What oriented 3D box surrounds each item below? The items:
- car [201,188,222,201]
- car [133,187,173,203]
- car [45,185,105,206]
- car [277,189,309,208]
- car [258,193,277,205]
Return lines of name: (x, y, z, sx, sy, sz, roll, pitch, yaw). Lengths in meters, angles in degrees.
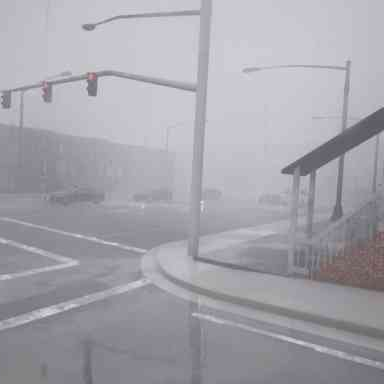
car: (2.023, 0.256, 42.270, 1.837, 1.490, 4.892, 5, 3, 36)
car: (-3.913, 0.253, 34.053, 1.837, 1.490, 4.892, 5, 3, 36)
car: (-9.253, 0.238, 26.638, 2.128, 1.511, 4.902, 5, 3, 36)
car: (12.110, 0.685, 38.012, 2.150, 2.045, 5.566, 5, 3, 36)
car: (9.719, 0.794, 40.710, 1.994, 1.385, 4.181, 5, 3, 36)
